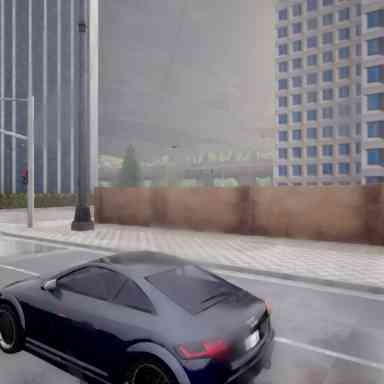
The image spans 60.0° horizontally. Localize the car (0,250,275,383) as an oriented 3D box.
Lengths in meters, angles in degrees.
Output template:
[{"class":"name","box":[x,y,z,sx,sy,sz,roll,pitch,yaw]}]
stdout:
[{"class":"car","box":[-1.000,1.564,4.717,4.181,1.385,1.994,0,0,35]}]
